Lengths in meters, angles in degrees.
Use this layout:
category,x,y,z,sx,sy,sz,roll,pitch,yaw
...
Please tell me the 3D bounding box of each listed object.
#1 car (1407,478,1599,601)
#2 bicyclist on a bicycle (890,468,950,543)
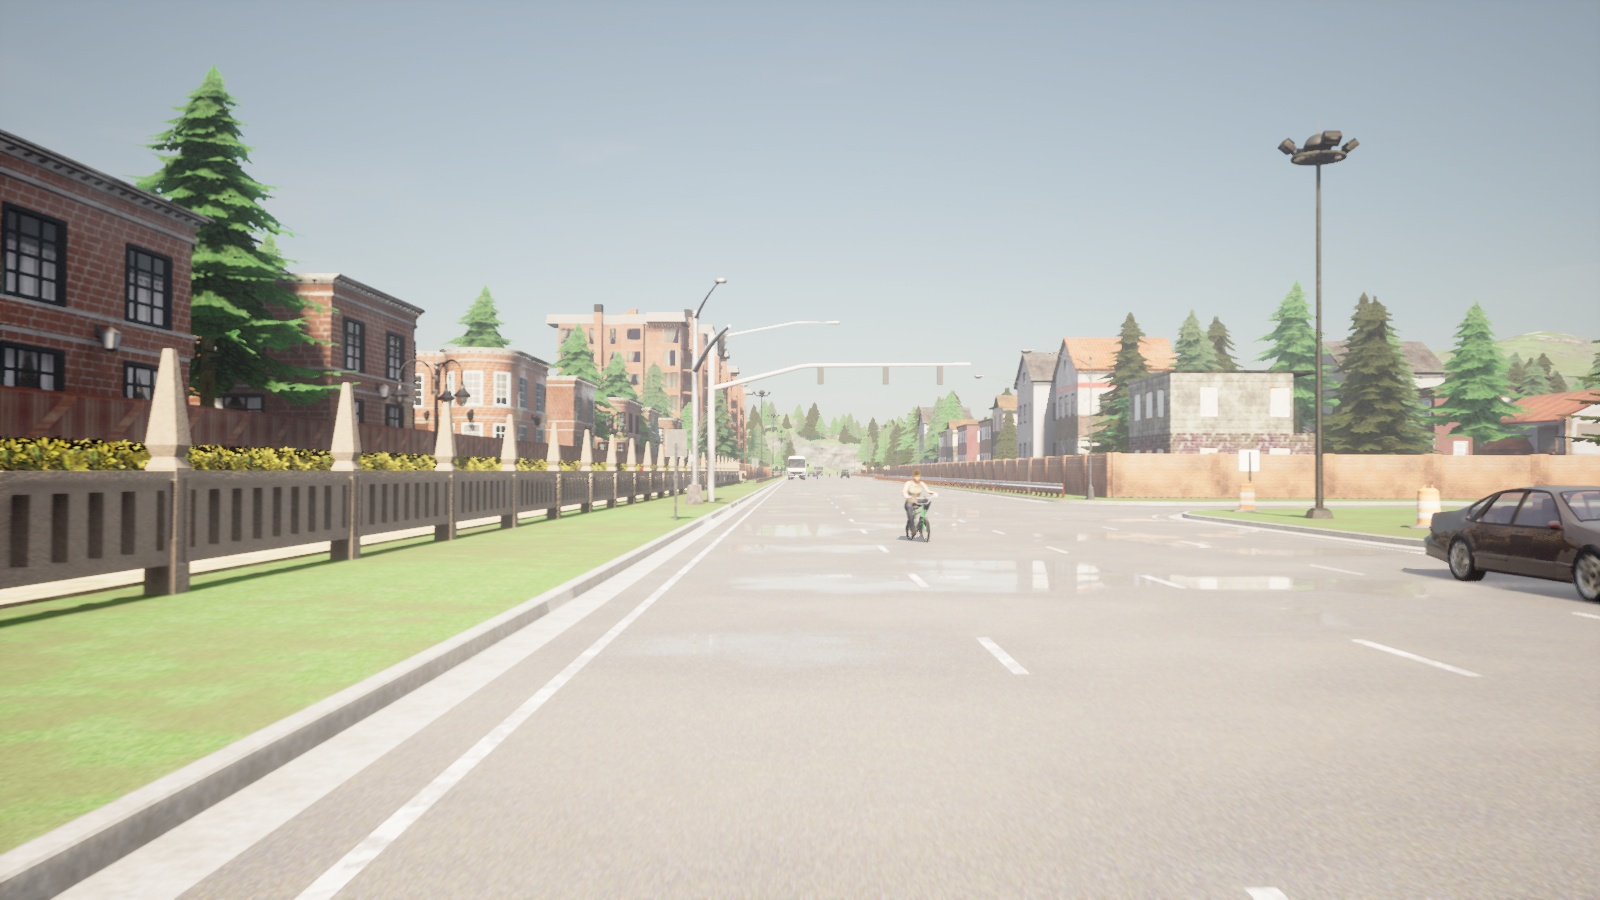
category,x,y,z,sx,sy,sz,roll,pitch,yaw
car,10.459,1.102,16.826,2.033,1.411,5.357,0,-1,0
bicyclist on a bicycle,2.650,1.207,27.876,0.866,1.612,1.509,0,-1,-14
